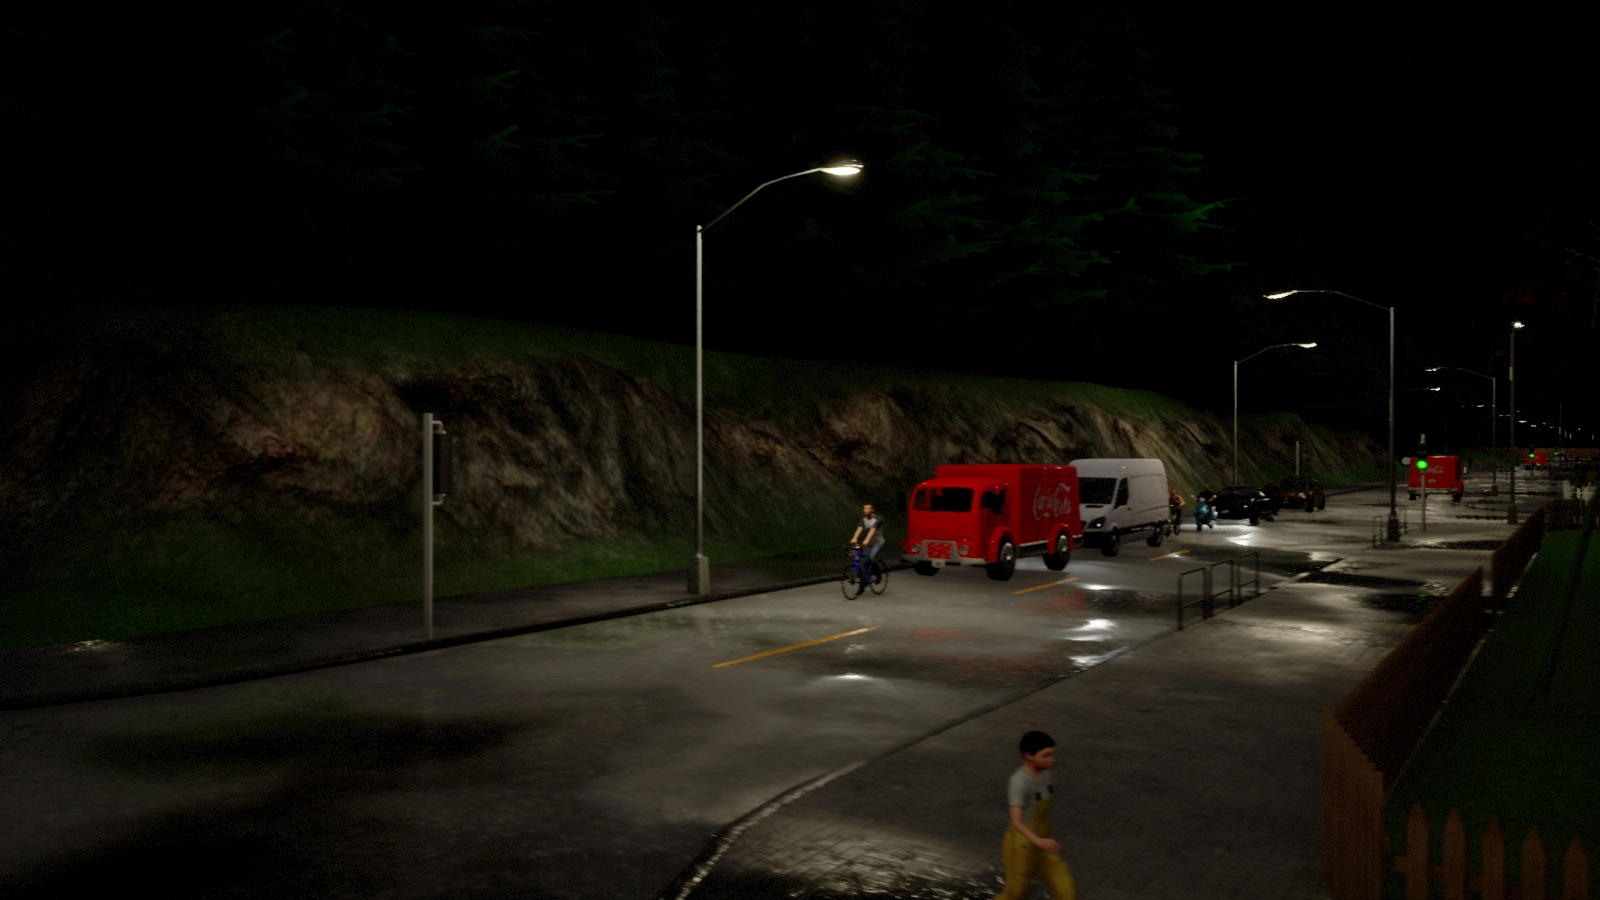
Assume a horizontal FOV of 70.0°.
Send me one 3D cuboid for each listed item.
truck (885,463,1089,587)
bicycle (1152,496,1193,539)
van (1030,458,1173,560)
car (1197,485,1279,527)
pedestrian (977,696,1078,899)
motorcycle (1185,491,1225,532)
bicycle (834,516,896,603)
[{"bbox_3d":[4.414,1.566,26.247,2.627,2.467,5.204,0,0,35],"label":"truck"},{"bbox_3d":[12.035,2.156,36.919,0.859,1.276,1.487,0,0,36],"label":"bicycle"},{"bbox_3d":[8.613,1.533,32.224,1.988,2.561,5.915,0,0,35],"label":"van"},{"bbox_3d":[16.968,2.117,44.168,1.994,1.385,4.181,0,0,35],"label":"car"},{"bbox_3d":[1.217,2.025,6.116,0.375,1.300,0.375,0,0,-41],"label":"pedestrian"},{"bbox_3d":[14.173,2.140,39.953,0.856,1.316,1.805,0,0,36],"label":"motorcycle"},{"bbox_3d":[1.251,2.054,21.736,0.373,1.496,1.643,0,0,35],"label":"bicycle"}]
